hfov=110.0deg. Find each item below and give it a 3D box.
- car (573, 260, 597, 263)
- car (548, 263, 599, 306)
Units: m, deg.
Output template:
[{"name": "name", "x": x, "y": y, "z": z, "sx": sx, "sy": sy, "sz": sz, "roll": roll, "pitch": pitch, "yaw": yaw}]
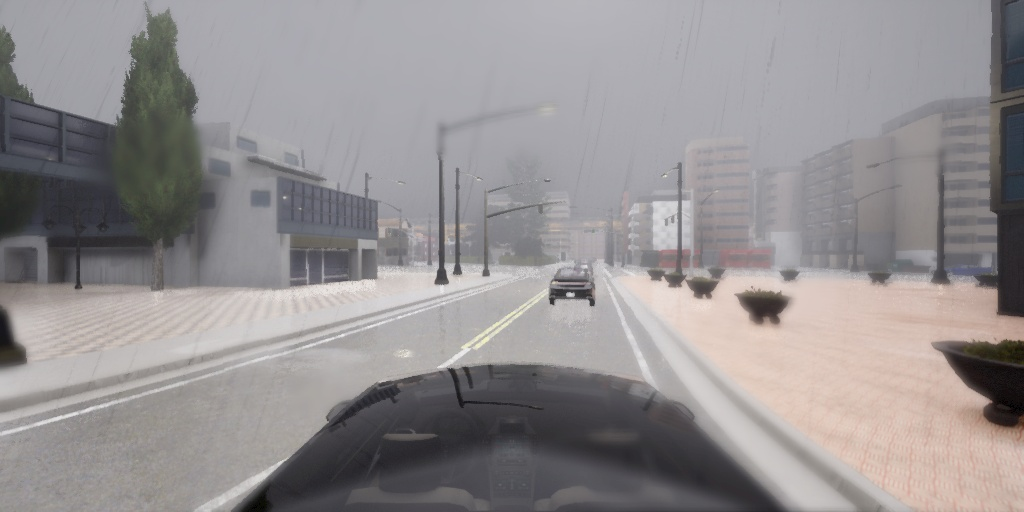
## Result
[{"name": "car", "x": 6.090, "y": 1.311, "z": 30.356, "sx": 2.033, "sy": 1.411, "sz": 5.357, "roll": 0, "pitch": 0, "yaw": 13}, {"name": "car", "x": 2.725, "y": 1.242, "z": 15.739, "sx": 2.128, "sy": 1.511, "sz": 4.902, "roll": 0, "pitch": 0, "yaw": 13}]
